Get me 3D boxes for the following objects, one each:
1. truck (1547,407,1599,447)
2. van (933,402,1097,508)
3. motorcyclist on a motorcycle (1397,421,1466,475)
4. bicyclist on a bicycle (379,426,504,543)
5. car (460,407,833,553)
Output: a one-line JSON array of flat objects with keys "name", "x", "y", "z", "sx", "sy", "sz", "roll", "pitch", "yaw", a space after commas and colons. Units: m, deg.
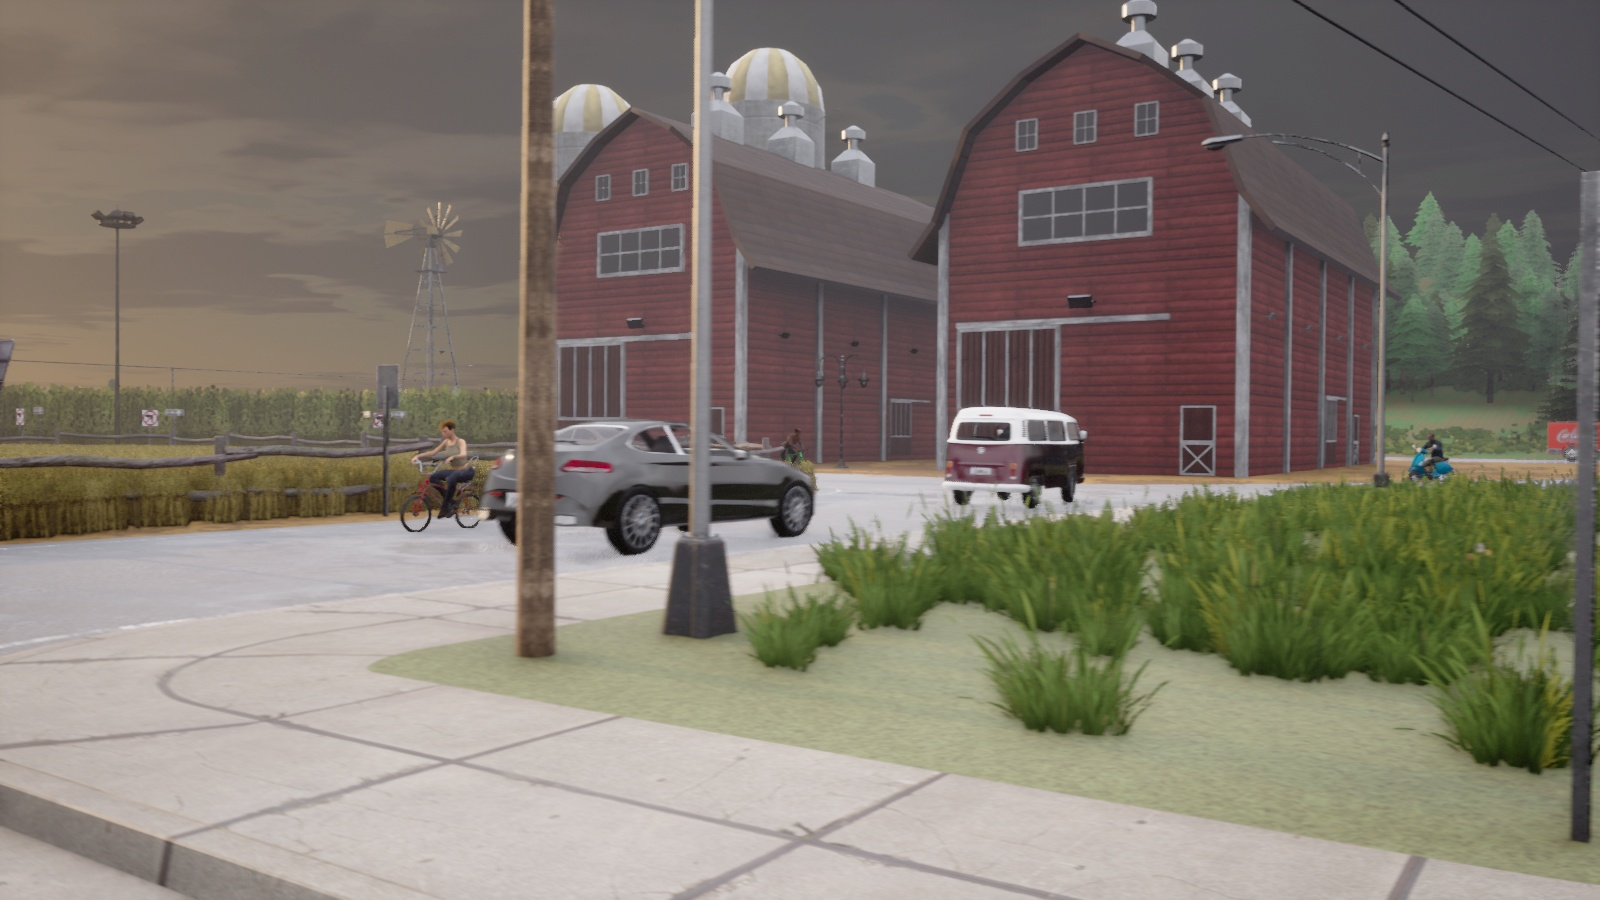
[{"name": "truck", "x": 49.634, "y": -1.415, "z": 78.214, "sx": 5.204, "sy": 2.467, "sz": 2.627, "roll": 0, "pitch": 1, "yaw": 35}, {"name": "van", "x": 4.675, "y": 0.043, "z": 26.748, "sx": 2.069, "sy": 2.038, "sz": 4.480, "roll": 1, "pitch": 2, "yaw": 29}, {"name": "motorcyclist on a motorcycle", "x": 19.029, "y": -0.069, "z": 37.832, "sx": 1.817, "sy": 1.590, "sz": 0.866, "roll": -1, "pitch": 1, "yaw": -22}, {"name": "bicyclist on a bicycle", "x": -5.155, "y": 0.463, "z": 18.143, "sx": 0.866, "sy": 1.612, "sz": 1.509, "roll": 0, "pitch": 1, "yaw": 34}, {"name": "car", "x": -1.832, "y": 0.295, "z": 16.792, "sx": 2.152, "sy": 1.651, "sz": 5.027, "roll": 0, "pitch": 1, "yaw": 34}]
